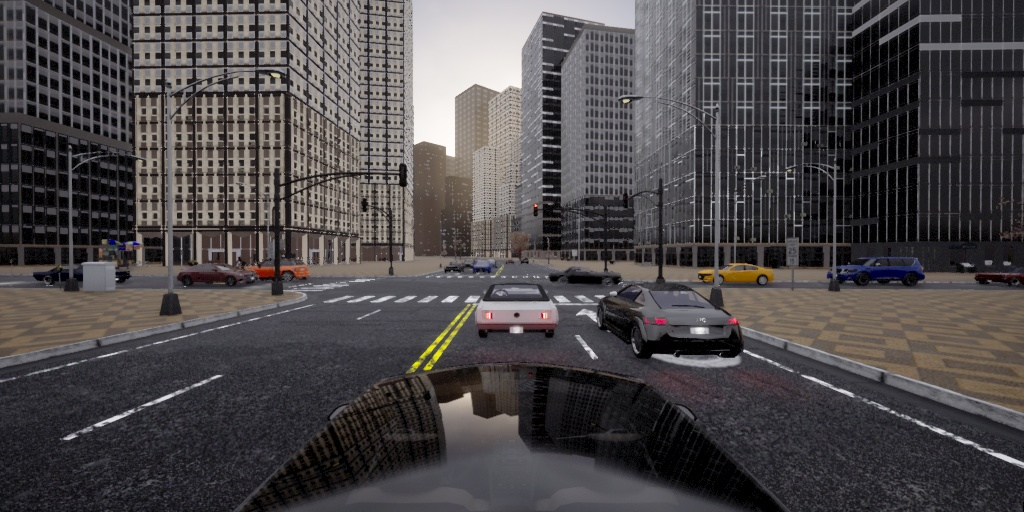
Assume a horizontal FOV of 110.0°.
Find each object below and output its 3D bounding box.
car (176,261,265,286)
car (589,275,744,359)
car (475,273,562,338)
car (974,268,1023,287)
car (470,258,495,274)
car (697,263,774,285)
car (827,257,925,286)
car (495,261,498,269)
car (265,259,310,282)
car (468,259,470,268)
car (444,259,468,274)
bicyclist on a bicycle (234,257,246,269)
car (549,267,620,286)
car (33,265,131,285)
[{"bbox_3d":[-19.474,1.193,23.752,4.674,1.442,1.812,0,0,1],"label":"car"},{"bbox_3d":[3.358,1.312,8.449,1.994,1.385,4.181,0,0,0],"label":"car"},{"bbox_3d":[0.103,1.348,10.163,1.895,1.301,4.718,0,0,0],"label":"car"},{"bbox_3d":[36.705,1.501,25.872,4.718,1.301,1.895,0,0,1],"label":"car"},{"bbox_3d":[-3.328,1.198,40.769,1.882,1.535,5.008,0,1,0],"label":"car"},{"bbox_3d":[16.323,1.285,26.321,5.008,1.535,1.882,0,0,1],"label":"car"},{"bbox_3d":[26.386,1.075,26.100,5.566,2.045,2.150,0,0,2],"label":"car"},{"bbox_3d":[-3.321,1.215,56.710,1.812,1.442,4.674,0,0,0],"label":"car"},{"bbox_3d":[-17.792,1.001,26.840,4.553,1.767,2.097,0,0,0],"label":"car"},{"bbox_3d":[-6.572,1.194,55.485,1.837,1.490,4.892,0,1,0],"label":"car"},{"bbox_3d":[-6.580,1.320,41.441,1.895,1.301,4.718,0,0,0],"label":"car"},{"bbox_3d":[-24.691,0.871,32.619,0.582,1.620,1.656,0,1,1],"label":"bicyclist on a bicycle"},{"bbox_3d":[4.951,1.374,24.107,4.718,1.301,1.895,0,0,20],"label":"car"},{"bbox_3d":[-28.584,1.226,23.986,4.718,1.301,1.895,0,0,1],"label":"car"}]
